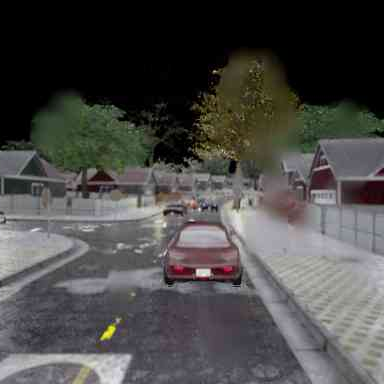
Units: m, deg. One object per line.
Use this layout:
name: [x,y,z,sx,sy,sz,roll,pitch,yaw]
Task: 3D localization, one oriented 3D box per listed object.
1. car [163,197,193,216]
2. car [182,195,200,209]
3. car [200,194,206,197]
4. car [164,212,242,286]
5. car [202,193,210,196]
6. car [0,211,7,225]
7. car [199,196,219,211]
car: [-1.476,1.478,31.783,2.033,1.411,5.357,0,0,6]
car: [-0.528,1.208,41.628,2.097,1.767,4.553,0,0,6]
car: [0.654,1.374,51.788,1.895,1.301,4.718,0,0,8]
car: [0.295,1.519,9.267,1.812,1.442,4.674,0,0,1]
car: [2.558,1.010,64.599,2.097,1.767,4.553,0,1,9]
car: [-12.882,1.233,18.432,4.902,1.511,2.128,1,0,3]
car: [2.162,1.475,39.033,1.895,1.301,4.718,0,0,5]
